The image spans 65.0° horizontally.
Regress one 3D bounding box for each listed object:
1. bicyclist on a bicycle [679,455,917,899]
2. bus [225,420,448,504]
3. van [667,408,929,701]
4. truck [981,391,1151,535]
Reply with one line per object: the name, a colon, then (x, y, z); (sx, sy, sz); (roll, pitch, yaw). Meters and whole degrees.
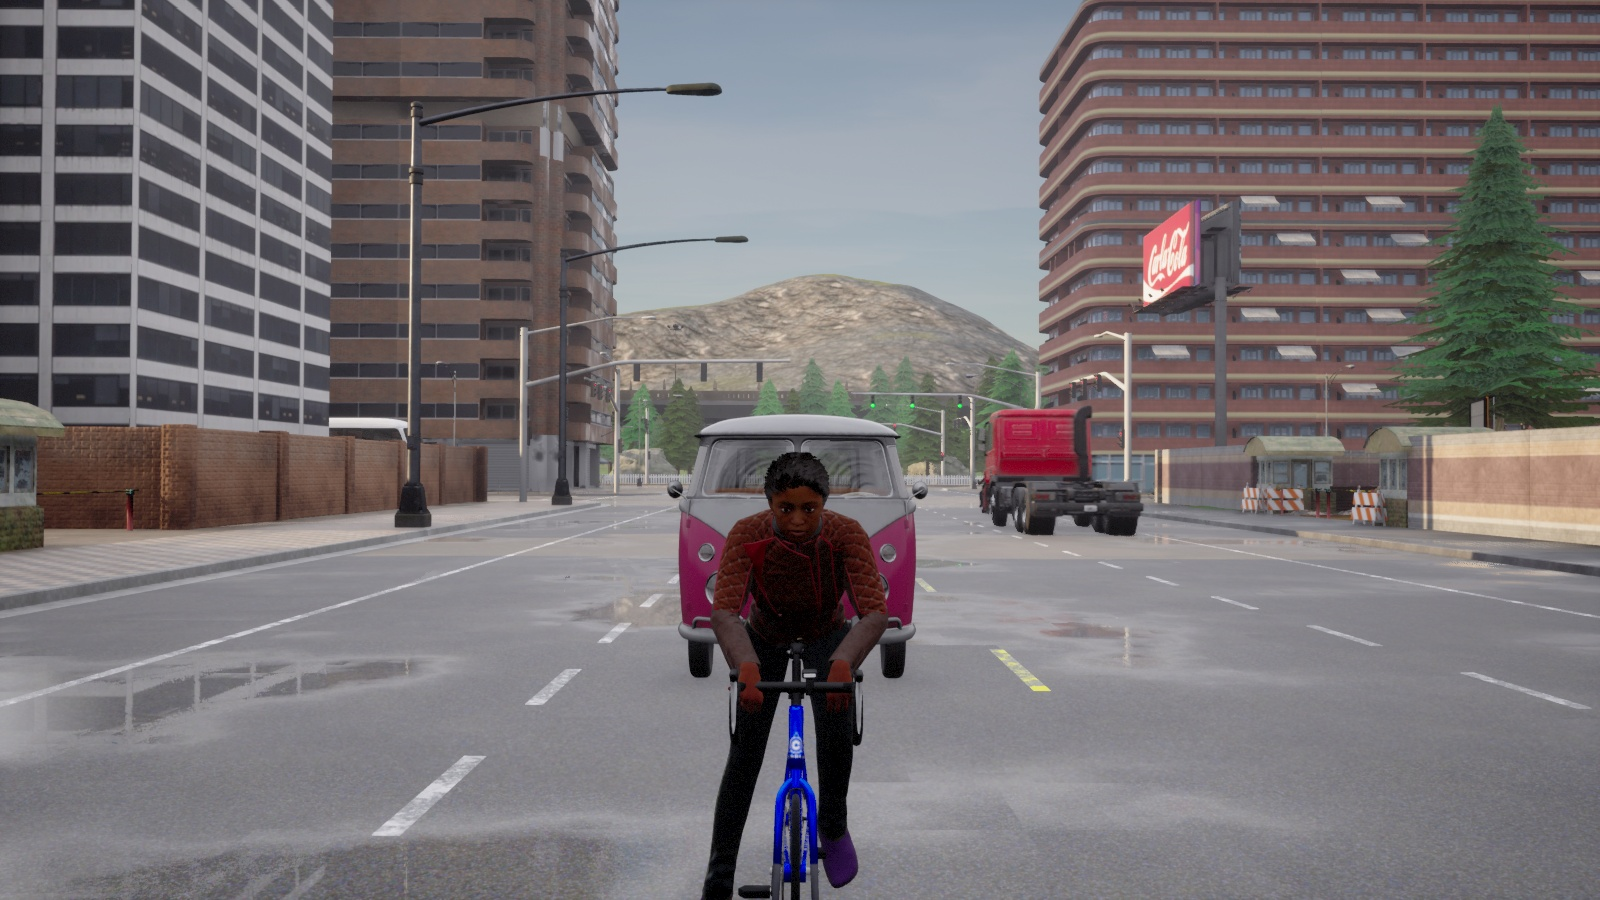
bicyclist on a bicycle: (-0.005, 0.833, 3.919); (0.582, 1.620, 1.656); (0, -1, 0)
bus: (-24.146, 0.639, 65.914); (10.273, 4.253, 3.944); (0, -1, 0)
van: (-0.015, 0.748, 10.772); (1.775, 1.987, 4.442); (0, -1, 0)
truck: (6.950, 0.376, 34.113); (2.891, 3.462, 7.936); (0, -1, 0)
